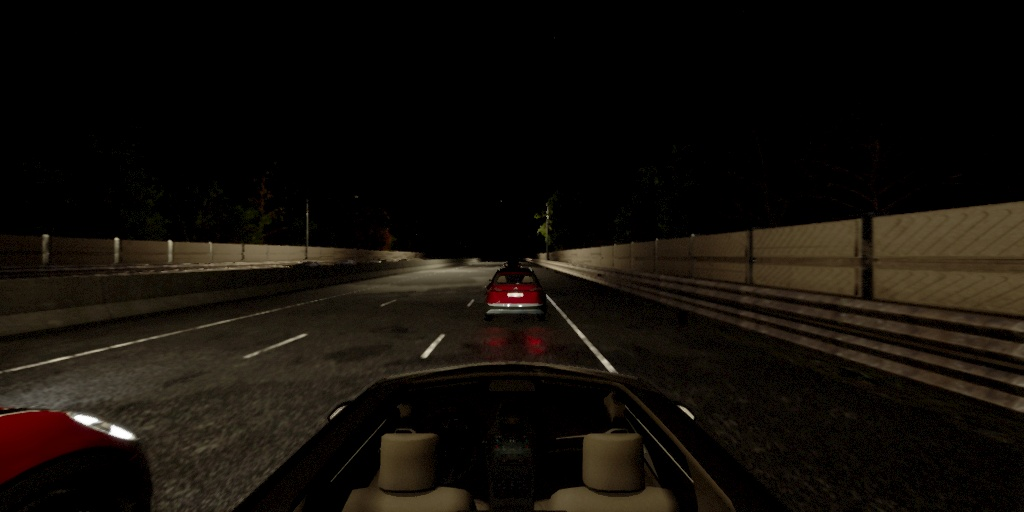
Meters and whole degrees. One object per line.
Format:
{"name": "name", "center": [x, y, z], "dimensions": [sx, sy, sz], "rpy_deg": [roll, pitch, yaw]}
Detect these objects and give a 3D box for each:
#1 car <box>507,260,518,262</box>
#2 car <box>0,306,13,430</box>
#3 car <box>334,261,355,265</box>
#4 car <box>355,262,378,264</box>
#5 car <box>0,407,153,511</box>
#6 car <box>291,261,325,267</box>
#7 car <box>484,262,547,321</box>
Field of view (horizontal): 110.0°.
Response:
{"name": "car", "center": [0.097, 1.265, 42.892], "dimensions": [1.837, 1.490, 4.892], "rpy_deg": [0, 0, 0]}
{"name": "car", "center": [-6.902, 1.297, 1.545], "dimensions": [2.033, 1.411, 5.357], "rpy_deg": [0, 0, 0]}
{"name": "car", "center": [-21.007, 1.308, 45.360], "dimensions": [2.033, 1.411, 5.357], "rpy_deg": [0, 0, 0]}
{"name": "car", "center": [-17.507, 1.361, 45.222], "dimensions": [1.895, 1.301, 4.718], "rpy_deg": [0, 0, 0]}
{"name": "car", "center": [-3.399, 1.101, 0.427], "dimensions": [2.097, 1.767, 4.553], "rpy_deg": [0, 0, 0]}
{"name": "car", "center": [-24.529, 1.308, 43.210], "dimensions": [2.033, 1.411, 5.357], "rpy_deg": [0, 0, 1]}
{"name": "car", "center": [0.098, 1.183, 12.532], "dimensions": [2.033, 1.649, 4.856], "rpy_deg": [0, 0, 0]}
